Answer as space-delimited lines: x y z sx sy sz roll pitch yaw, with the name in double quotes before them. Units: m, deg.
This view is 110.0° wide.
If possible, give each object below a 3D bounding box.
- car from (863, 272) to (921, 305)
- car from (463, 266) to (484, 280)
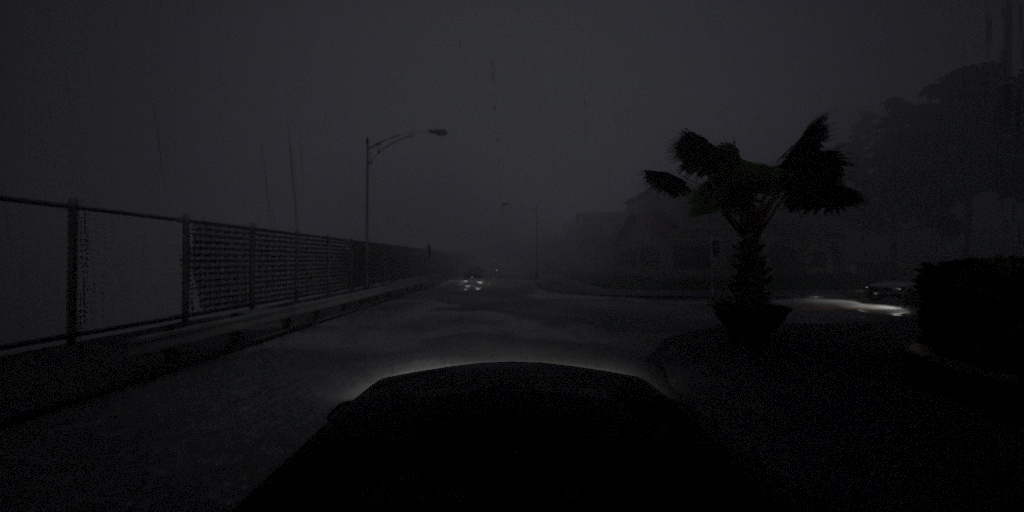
"car" 19.248 1.458 16.712 4.674 1.442 1.812 0 -1 -1
"car" -4.012 1.779 38.590 2.033 1.411 5.357 0 0 0
